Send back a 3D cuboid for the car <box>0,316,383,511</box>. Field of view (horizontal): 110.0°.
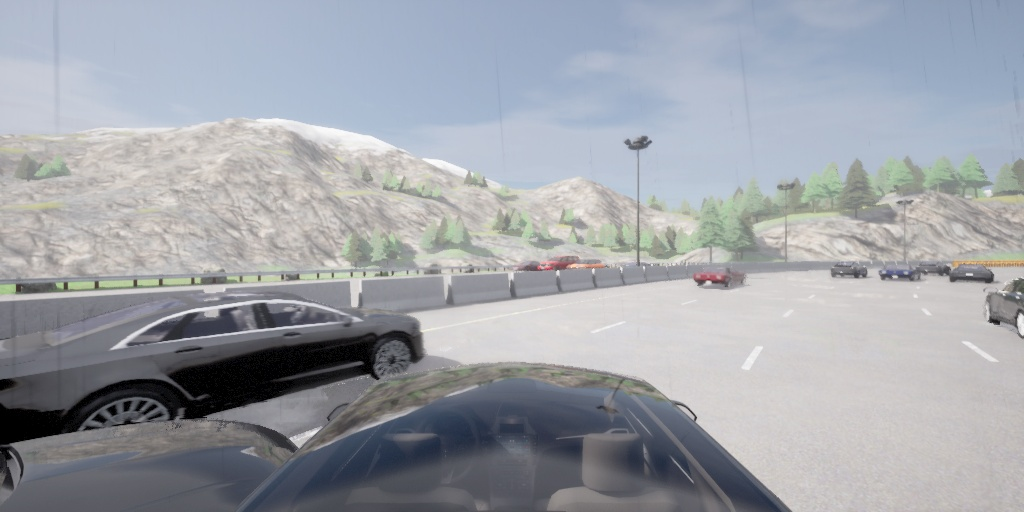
[{"bbox_3d":[-2.984,1.254,0.567,4.892,1.490,1.837,0,0,-45],"label":"car"}]

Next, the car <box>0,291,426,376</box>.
[{"bbox_3d":[-3.489,1.240,5.026,2.128,1.511,4.902,0,0,38],"label":"car"}]

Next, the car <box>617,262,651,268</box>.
[{"bbox_3d":[12.670,1.300,36.877,5.357,1.411,2.033,0,0,-40],"label":"car"}]

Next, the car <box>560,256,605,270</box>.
[{"bbox_3d":[7.589,1.102,37.148,4.553,1.767,2.097,0,0,-40],"label":"car"}]

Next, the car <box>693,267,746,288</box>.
[{"bbox_3d":[13.986,1.353,23.961,4.718,1.301,1.895,0,0,-42],"label":"car"}]

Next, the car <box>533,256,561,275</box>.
[{"bbox_3d":[5.399,0.973,39.907,5.566,2.045,2.150,0,0,-40],"label":"car"}]

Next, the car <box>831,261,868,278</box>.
[{"bbox_3d":[31.385,1.248,33.364,4.902,1.511,2.128,0,0,-35],"label":"car"}]

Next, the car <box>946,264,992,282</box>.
[{"bbox_3d":[35.317,1.322,27.573,4.181,1.385,1.994,0,0,-36],"label":"car"}]

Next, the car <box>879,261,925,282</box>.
[{"bbox_3d":[32.124,1.358,29.622,4.718,1.301,1.895,0,0,-35],"label":"car"}]

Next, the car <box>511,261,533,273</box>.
[{"bbox_3d":[2.038,1.275,41.584,4.674,1.442,1.812,0,0,-41],"label":"car"}]

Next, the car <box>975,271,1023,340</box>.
[{"bbox_3d":[13.833,1.255,9.002,1.837,1.490,4.892,-1,-1,43],"label":"car"}]

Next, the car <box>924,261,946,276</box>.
[{"bbox_3d":[43.324,1.251,36.882,4.902,1.511,2.128,0,0,-31],"label":"car"}]
